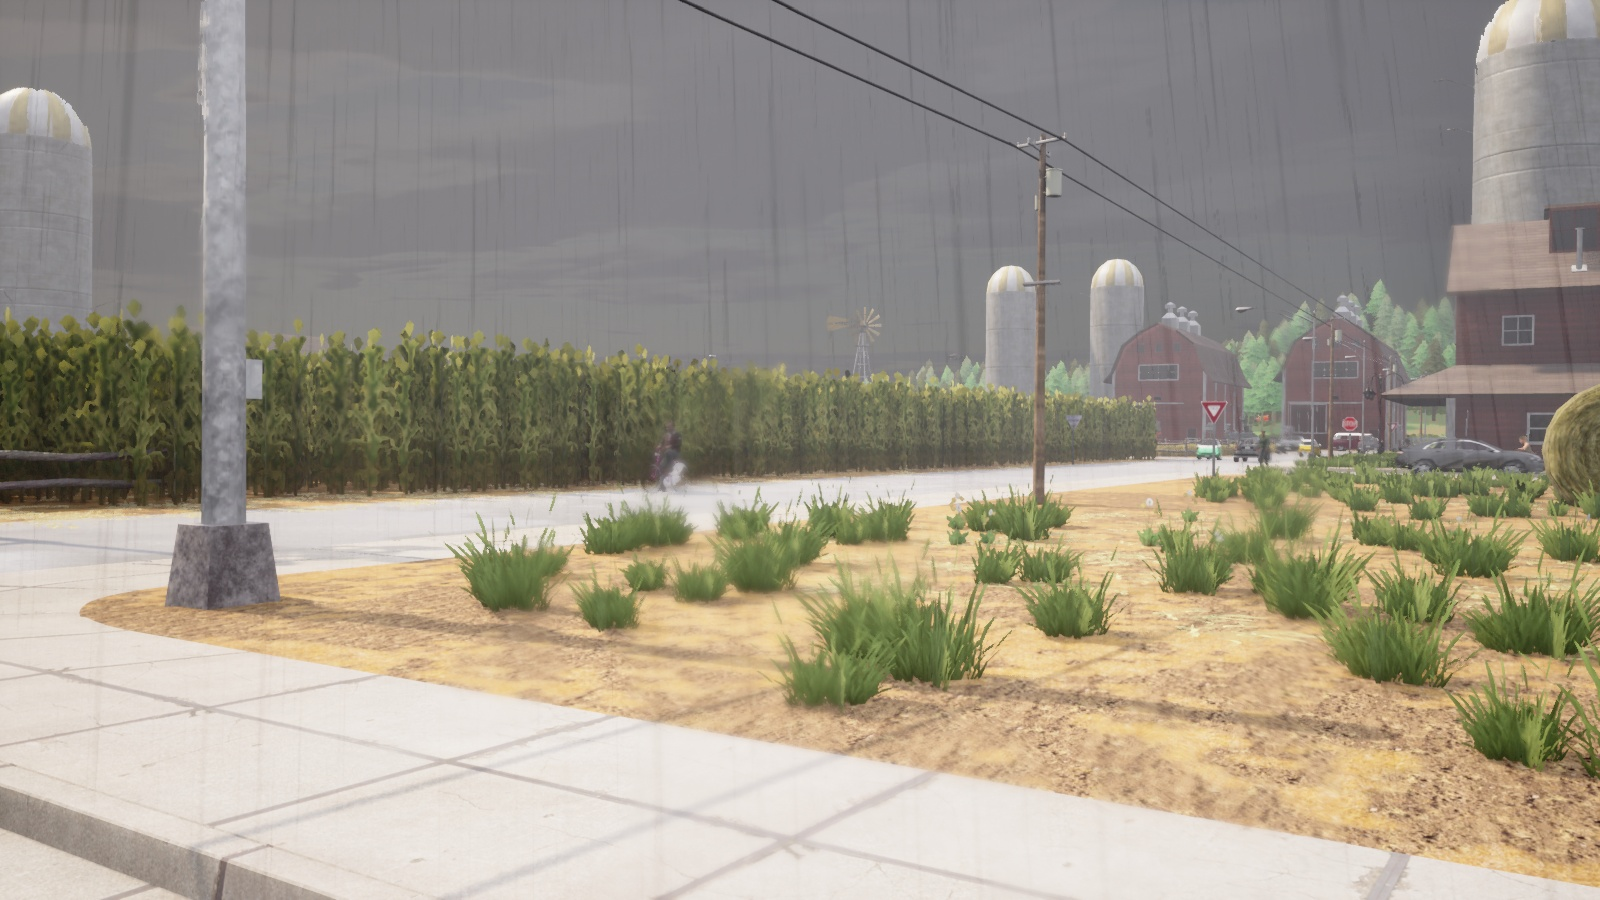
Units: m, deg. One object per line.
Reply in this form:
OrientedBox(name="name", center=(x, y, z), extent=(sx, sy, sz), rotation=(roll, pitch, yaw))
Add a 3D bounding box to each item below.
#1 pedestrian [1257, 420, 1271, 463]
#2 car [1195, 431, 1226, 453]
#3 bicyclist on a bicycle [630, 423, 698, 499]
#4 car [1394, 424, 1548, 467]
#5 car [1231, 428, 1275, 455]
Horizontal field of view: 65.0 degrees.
OrientedBox(name="pedestrian", center=(19.981, -0.381, 54.128), extent=(0.353, 1.847, 0.614), rotation=(0, 1, 42))
OrientedBox(name="car", center=(26.397, -0.520, 80.742), extent=(1.481, 1.376, 2.207), rotation=(0, 1, 31))
OrientedBox(name="bicyclist on a bicycle", center=(-3.273, 0.251, 30.419), extent=(0.659, 1.776, 1.843), rotation=(0, 1, 31))
OrientedBox(name="car", center=(24.690, -0.160, 46.298), extent=(4.902, 1.511, 2.128), rotation=(0, 1, 29))
OrientedBox(name="car", center=(27.061, -0.524, 74.976), extent=(1.789, 1.549, 3.705), rotation=(0, 1, 30))
